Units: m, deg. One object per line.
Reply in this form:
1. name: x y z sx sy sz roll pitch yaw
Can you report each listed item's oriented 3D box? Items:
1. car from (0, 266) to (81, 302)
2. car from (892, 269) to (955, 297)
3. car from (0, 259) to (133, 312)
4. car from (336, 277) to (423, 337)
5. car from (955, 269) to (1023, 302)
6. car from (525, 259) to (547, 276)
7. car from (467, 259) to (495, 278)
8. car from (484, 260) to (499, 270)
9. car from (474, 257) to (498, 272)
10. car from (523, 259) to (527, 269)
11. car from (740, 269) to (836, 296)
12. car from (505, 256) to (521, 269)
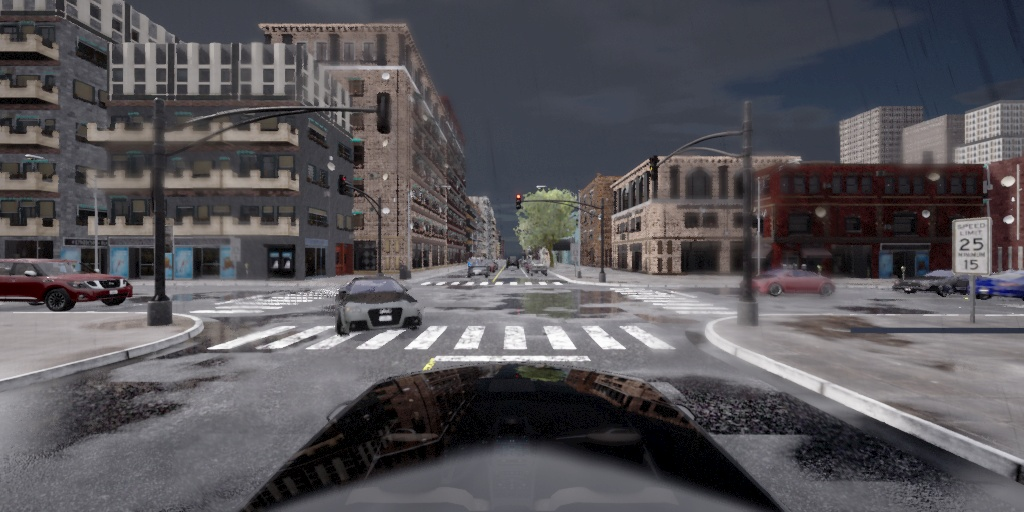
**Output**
1. car: -22.454 1.207 15.819 4.674 1.442 1.812 0 0 0
2. car: 24.018 1.412 19.354 5.357 1.411 2.033 0 0 0
3. car: -17.278 1.013 13.266 5.009 1.841 2.192 0 0 0
4. car: -3.972 1.315 10.405 1.994 1.385 4.181 0 0 -28
5. car: 23.536 1.388 16.148 4.674 1.442 1.812 0 0 0
6. car: 2.686 1.330 36.987 2.007 1.370 4.403 0 0 0
7. car: -3.106 1.266 34.337 2.128 1.511 4.902 0 0 0
8. car: -3.091 1.372 54.242 1.994 1.385 4.181 0 0 0
9. car: -3.103 1.143 44.231 2.097 1.767 4.553 0 0 0
10. car: 2.686 1.228 42.684 1.967 1.591 4.097 0 0 0
11. car: 14.716 1.387 19.286 4.181 1.385 1.994 0 0 0
12. car: 0.097 1.042 60.567 2.150 2.045 5.566 0 0 -1
